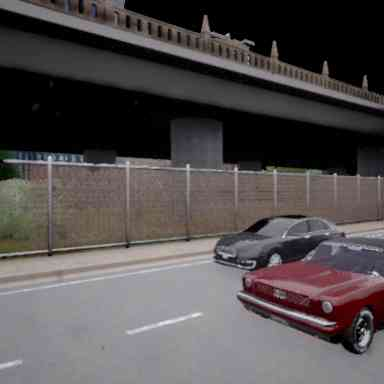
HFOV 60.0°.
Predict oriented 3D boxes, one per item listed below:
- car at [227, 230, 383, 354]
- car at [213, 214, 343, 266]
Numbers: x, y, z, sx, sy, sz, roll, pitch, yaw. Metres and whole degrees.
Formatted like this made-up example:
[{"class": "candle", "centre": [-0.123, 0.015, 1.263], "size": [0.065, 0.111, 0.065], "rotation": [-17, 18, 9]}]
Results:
[{"class": "car", "centre": [3.100, 1.591, 6.199], "size": [4.718, 1.301, 1.895], "rotation": [0, 0, -35]}, {"class": "car", "centre": [2.874, 1.493, 10.333], "size": [4.892, 1.490, 1.837], "rotation": [0, 0, -35]}]
